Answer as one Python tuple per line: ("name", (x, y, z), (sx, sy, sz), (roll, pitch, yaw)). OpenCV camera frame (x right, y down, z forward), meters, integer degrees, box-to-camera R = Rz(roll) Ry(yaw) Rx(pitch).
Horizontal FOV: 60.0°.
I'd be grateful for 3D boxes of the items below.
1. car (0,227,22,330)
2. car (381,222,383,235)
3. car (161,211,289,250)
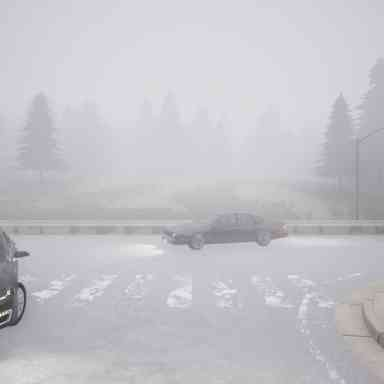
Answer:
("car", (-4.457, 1.505, 6.550), (1.837, 1.490, 4.892), (0, 0, -28))
("car", (11.237, 1.491, 15.070), (4.902, 1.511, 2.128), (0, 0, 0))
("car", (1.458, 1.547, 14.191), (5.357, 1.411, 2.033), (0, 0, -20))
